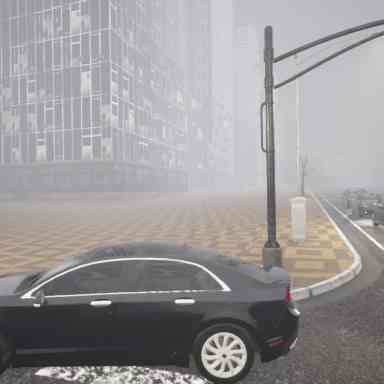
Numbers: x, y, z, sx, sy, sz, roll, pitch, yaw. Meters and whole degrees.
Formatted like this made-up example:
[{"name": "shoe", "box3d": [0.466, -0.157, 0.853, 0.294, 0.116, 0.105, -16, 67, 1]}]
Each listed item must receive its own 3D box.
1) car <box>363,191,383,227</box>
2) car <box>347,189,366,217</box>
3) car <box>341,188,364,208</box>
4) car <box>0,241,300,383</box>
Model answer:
[{"name": "car", "box3d": [9.106, 0.928, 14.355, 2.128, 1.511, 4.902, -1, 2, 18]}, {"name": "car", "box3d": [11.175, 0.759, 20.643, 1.994, 1.385, 4.181, -1, 2, 17]}, {"name": "car", "box3d": [13.188, 0.453, 26.701, 2.128, 1.511, 4.902, -1, 2, 18]}, {"name": "car", "box3d": [-1.014, 1.505, 4.750, 4.892, 1.490, 1.837, 0, 0, 0]}]
